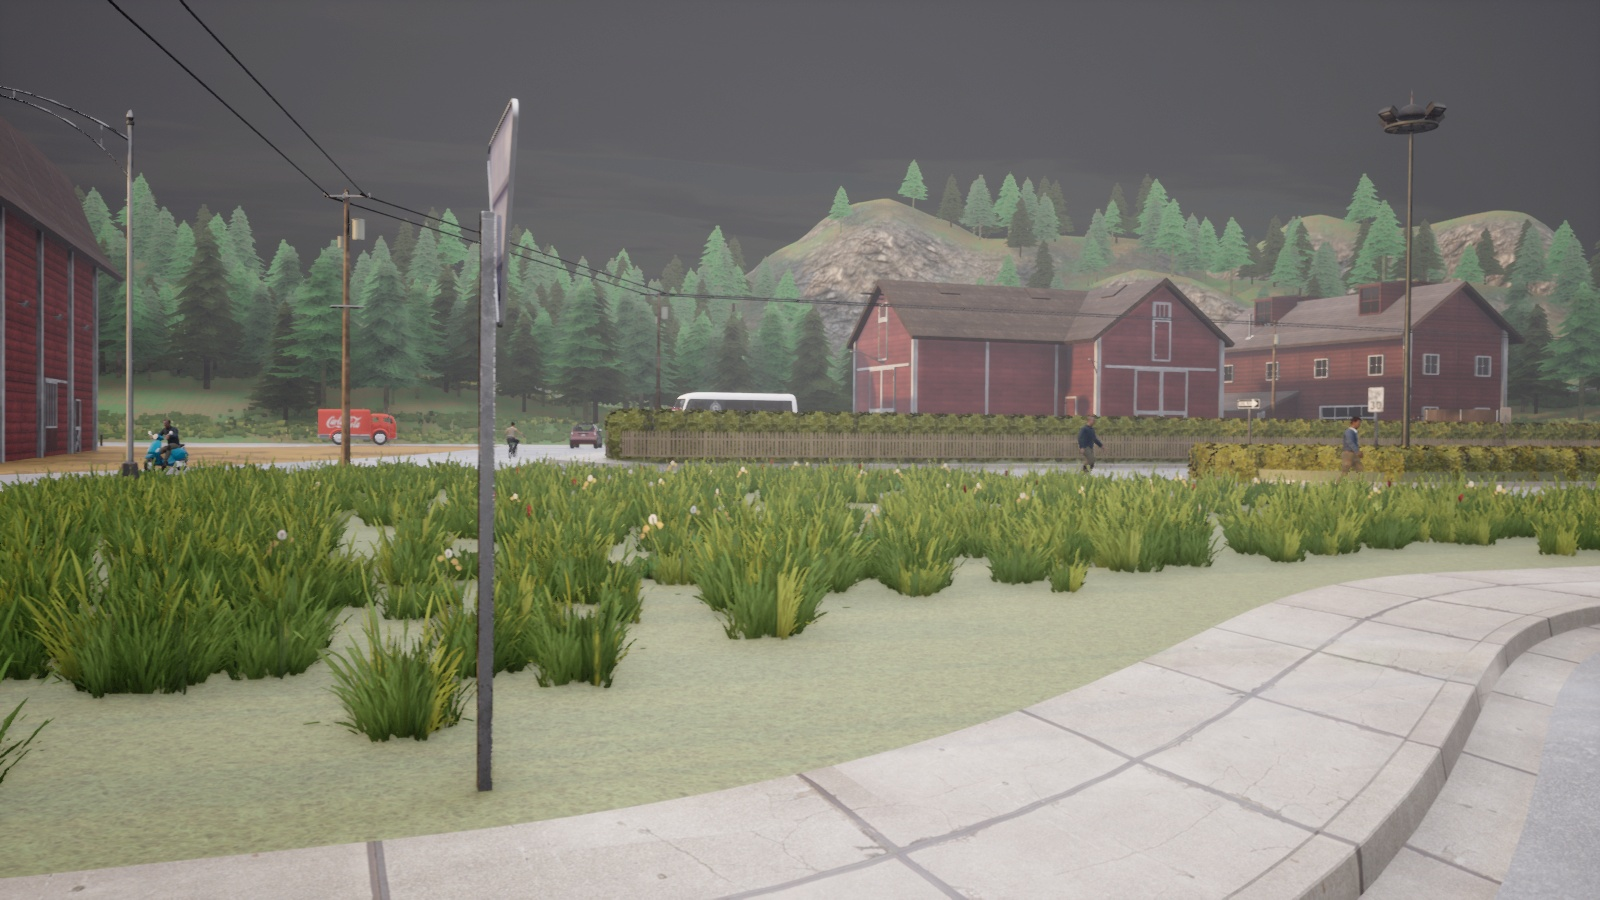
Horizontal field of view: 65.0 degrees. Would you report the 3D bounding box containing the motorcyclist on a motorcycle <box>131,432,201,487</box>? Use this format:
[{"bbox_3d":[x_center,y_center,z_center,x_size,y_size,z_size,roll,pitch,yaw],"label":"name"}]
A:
[{"bbox_3d":[-19.032,0.281,37.759,0.866,1.590,1.817,0,1,14],"label":"motorcyclist on a motorcycle"}]

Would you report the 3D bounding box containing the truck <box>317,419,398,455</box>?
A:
[{"bbox_3d":[-30.767,-0.922,87.332,5.204,2.467,2.627,-1,1,-20],"label":"truck"}]

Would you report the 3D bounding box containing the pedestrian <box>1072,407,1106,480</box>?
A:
[{"bbox_3d":[7.415,-0.161,32.199,0.726,1.842,0.402,0,1,40],"label":"pedestrian"}]

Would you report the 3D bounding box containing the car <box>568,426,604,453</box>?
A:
[{"bbox_3d":[-13.493,-0.674,79.378,1.851,1.617,3.988,-1,1,-3],"label":"car"}]

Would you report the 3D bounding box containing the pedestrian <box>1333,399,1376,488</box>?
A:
[{"bbox_3d":[12.393,-0.150,28.067,0.788,1.949,0.423,0,1,41],"label":"pedestrian"}]
